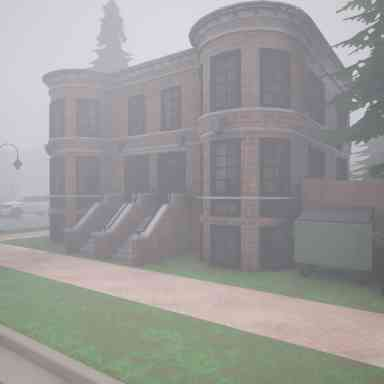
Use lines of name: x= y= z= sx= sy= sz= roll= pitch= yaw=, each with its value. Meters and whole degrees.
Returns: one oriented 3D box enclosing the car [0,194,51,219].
car: x=-14.447 y=1.221 z=29.788 sx=2.150 sy=2.045 sz=5.566 roll=0 pitch=0 yaw=34
